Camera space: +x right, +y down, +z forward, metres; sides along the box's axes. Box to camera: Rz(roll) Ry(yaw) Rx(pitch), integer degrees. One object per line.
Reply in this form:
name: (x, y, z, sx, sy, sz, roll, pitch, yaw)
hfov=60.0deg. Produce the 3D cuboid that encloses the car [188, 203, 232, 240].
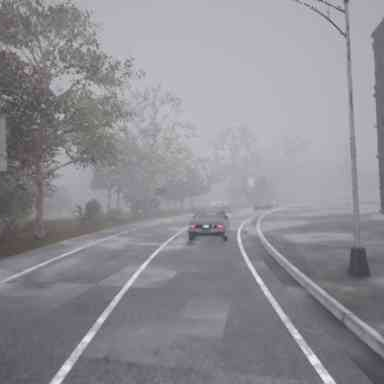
car: (0.961, 1.538, 16.926, 2.033, 1.411, 5.357, -1, 0, 8)

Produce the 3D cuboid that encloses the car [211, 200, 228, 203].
car: (2.810, 1.576, 35.379, 1.812, 1.442, 4.674, -3, -1, 25)

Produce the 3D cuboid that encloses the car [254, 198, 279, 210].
car: (8.937, 1.418, 39.701, 1.994, 1.385, 4.181, -3, -1, 29)

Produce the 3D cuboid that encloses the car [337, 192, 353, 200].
car: (30.424, 0.795, 65.270, 4.902, 1.511, 2.128, -3, -3, -32)
